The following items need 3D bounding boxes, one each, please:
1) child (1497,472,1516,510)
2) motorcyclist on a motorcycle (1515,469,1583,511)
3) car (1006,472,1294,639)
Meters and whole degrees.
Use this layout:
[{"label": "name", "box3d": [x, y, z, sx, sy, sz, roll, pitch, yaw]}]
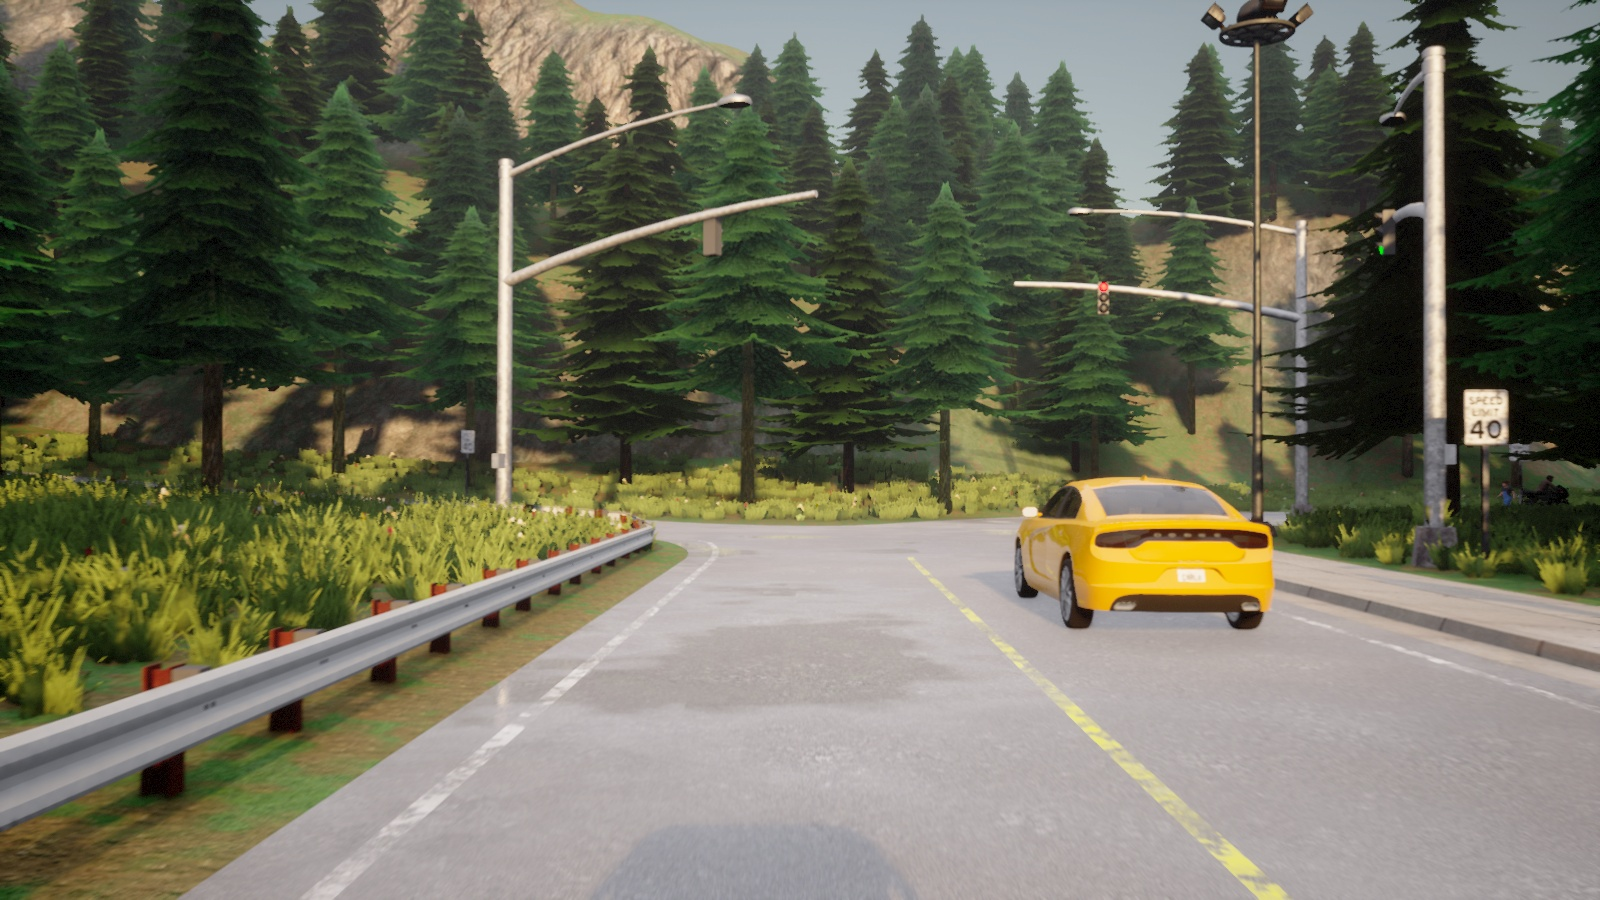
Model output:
[{"label": "child", "box3d": [23.366, 1.360, 41.535, 0.437, 1.263, 0.270, 0, -1, -6]}, {"label": "motorcyclist on a motorcycle", "box3d": [27.277, 1.455, 45.764, 2.044, 1.523, 0.797, 0, 0, -5]}, {"label": "car", "box3d": [3.624, 1.013, 14.052, 1.882, 1.535, 5.008, 0, -1, 1]}]
